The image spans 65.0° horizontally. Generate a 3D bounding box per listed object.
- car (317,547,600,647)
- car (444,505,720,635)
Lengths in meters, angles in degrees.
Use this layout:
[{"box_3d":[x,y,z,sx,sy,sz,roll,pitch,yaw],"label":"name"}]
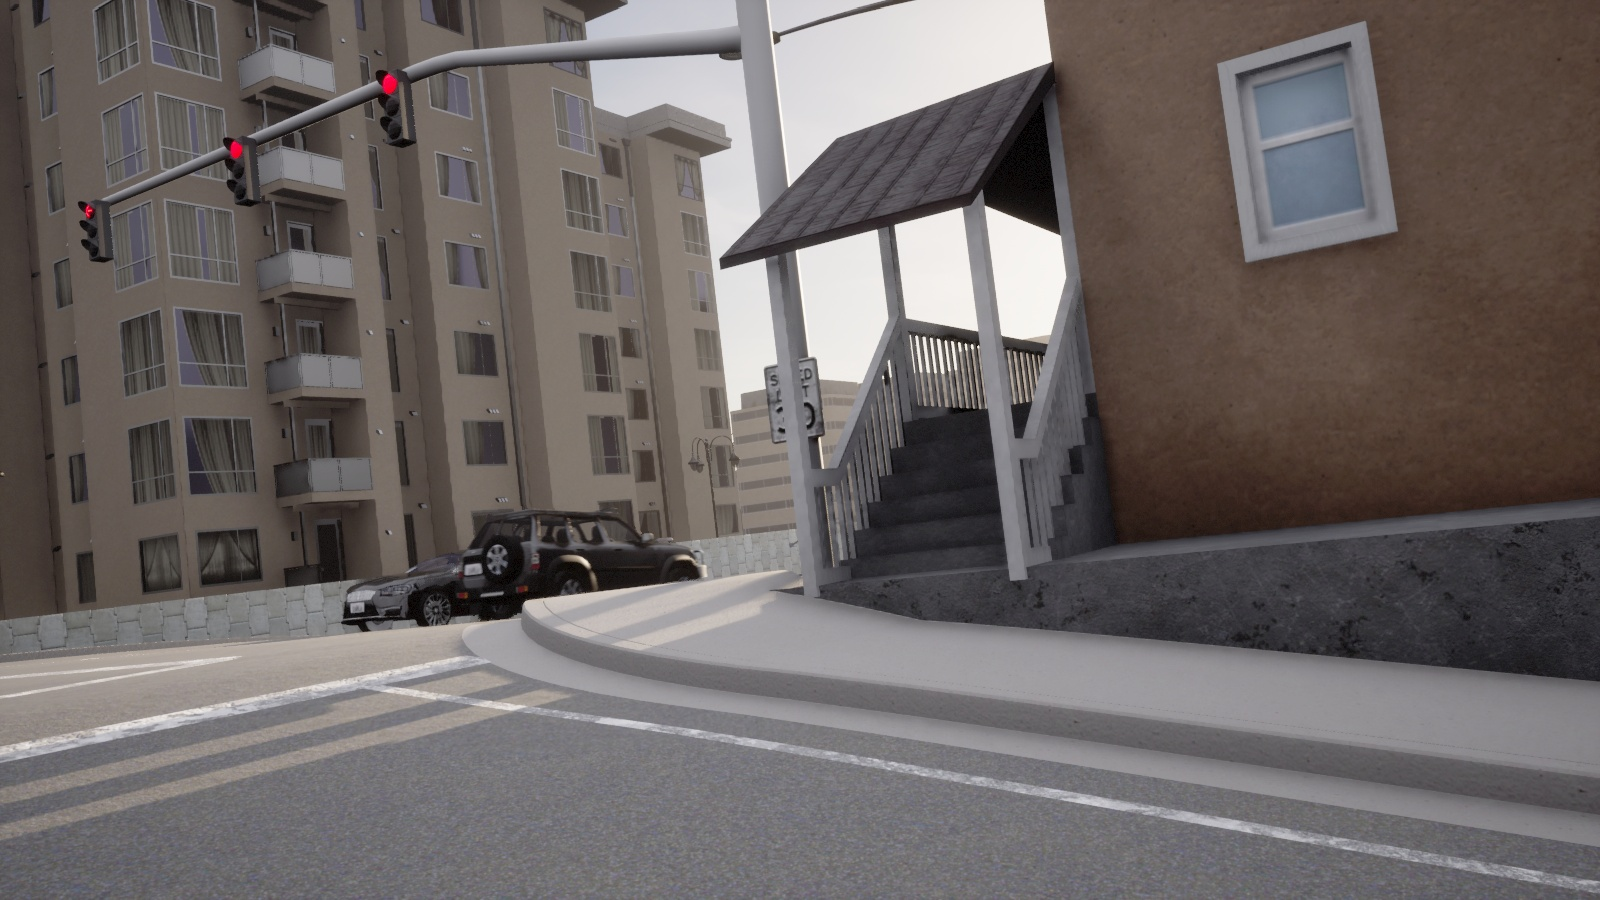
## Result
[{"box_3d":[-6.310,2.718,23.754,2.128,1.511,4.902,-10,-9,33],"label":"car"},{"box_3d":[-3.609,2.038,21.606,1.932,1.855,4.605,-10,-9,33],"label":"car"}]
